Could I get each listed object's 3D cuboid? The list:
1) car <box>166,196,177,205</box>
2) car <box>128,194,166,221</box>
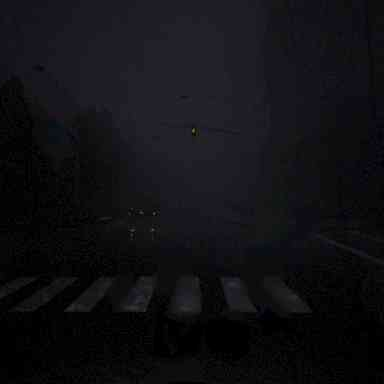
[{"bbox_3d":[-3.523,1.392,54.992,1.837,1.490,4.892,0,0,0],"label":"car"},{"bbox_3d":[-3.725,1.179,27.467,2.150,2.045,5.566,0,0,0],"label":"car"}]
